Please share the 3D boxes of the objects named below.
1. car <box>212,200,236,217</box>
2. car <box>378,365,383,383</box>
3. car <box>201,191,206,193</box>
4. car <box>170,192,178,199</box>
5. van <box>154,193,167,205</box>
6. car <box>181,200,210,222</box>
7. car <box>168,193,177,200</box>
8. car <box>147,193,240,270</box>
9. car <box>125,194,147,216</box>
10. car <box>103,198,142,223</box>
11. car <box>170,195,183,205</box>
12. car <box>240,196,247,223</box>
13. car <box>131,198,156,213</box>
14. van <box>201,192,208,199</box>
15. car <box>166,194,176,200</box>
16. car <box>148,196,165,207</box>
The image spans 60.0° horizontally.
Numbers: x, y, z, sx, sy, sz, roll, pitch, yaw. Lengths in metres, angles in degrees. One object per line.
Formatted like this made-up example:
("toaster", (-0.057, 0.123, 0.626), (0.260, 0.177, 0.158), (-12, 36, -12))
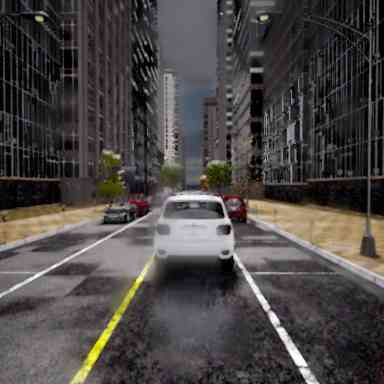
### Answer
("car", (2.769, 1.401, 29.491), (1.802, 1.307, 4.206), (-1, 0, 0))
("car", (2.532, 1.431, 1.248), (1.967, 1.590, 4.097), (-1, 0, 0))
("car", (3.178, 1.112, 74.678), (2.008, 1.369, 4.403), (-1, 0, 0))
("car", (-4.610, 0.940, 86.009), (1.967, 1.590, 4.097), (-1, 0, 0))
("van", (-4.893, 1.030, 52.118), (1.690, 1.788, 3.998), (-1, 0, 0))
("car", (0.263, 1.388, 25.834), (2.033, 1.411, 5.357), (0, 0, 1))
("car", (-4.658, 1.075, 80.362), (1.887, 1.381, 4.507), (-1, 0, 0))
("car", (0.131, 1.146, 10.954), (2.150, 2.045, 5.566), (0, -1, 2))
("car", (-5.082, 1.134, 29.525), (2.192, 1.841, 5.009), (-1, 0, 0))
("car", (-5.126, 1.403, 23.878), (2.008, 1.369, 4.403), (-1, 0, 0))
("car", (-2.397, 1.217, 51.649), (1.812, 1.442, 4.674), (0, 0, 1))
("car", (2.718, 1.167, 23.841), (2.192, 1.841, 5.009), (-1, 0, 0))
("car", (-5.032, 1.337, 35.175), (2.008, 1.369, 4.403), (-1, 0, 0))
("van", (3.269, 0.841, 85.974), (1.690, 1.788, 3.998), (-1, 0, 0))
("car", (-4.702, 1.144, 74.713), (1.802, 1.307, 4.206), (-1, 0, 0))
("car", (-4.937, 1.303, 46.472), (1.802, 1.307, 4.206), (-1, 0, 0))
